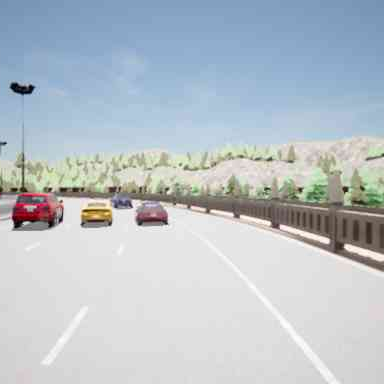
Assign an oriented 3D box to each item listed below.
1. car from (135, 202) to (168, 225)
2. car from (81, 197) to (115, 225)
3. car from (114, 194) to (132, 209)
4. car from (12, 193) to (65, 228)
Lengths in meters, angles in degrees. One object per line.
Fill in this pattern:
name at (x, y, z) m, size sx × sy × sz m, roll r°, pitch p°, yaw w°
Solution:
car at (-2.813, 1.389, 22.655) m, size 1.994 × 1.385 × 4.181 m, roll 0°, pitch 0°, yaw -12°
car at (-6.344, 1.313, 22.442) m, size 1.882 × 1.535 × 5.008 m, roll 0°, pitch 0°, yaw -13°
car at (-8.792, 1.047, 40.897) m, size 2.097 × 1.767 × 4.553 m, roll 0°, pitch 1°, yaw -23°
car at (-9.570, 1.076, 21.083) m, size 2.150 × 2.045 × 5.566 m, roll 0°, pitch 0°, yaw -13°
